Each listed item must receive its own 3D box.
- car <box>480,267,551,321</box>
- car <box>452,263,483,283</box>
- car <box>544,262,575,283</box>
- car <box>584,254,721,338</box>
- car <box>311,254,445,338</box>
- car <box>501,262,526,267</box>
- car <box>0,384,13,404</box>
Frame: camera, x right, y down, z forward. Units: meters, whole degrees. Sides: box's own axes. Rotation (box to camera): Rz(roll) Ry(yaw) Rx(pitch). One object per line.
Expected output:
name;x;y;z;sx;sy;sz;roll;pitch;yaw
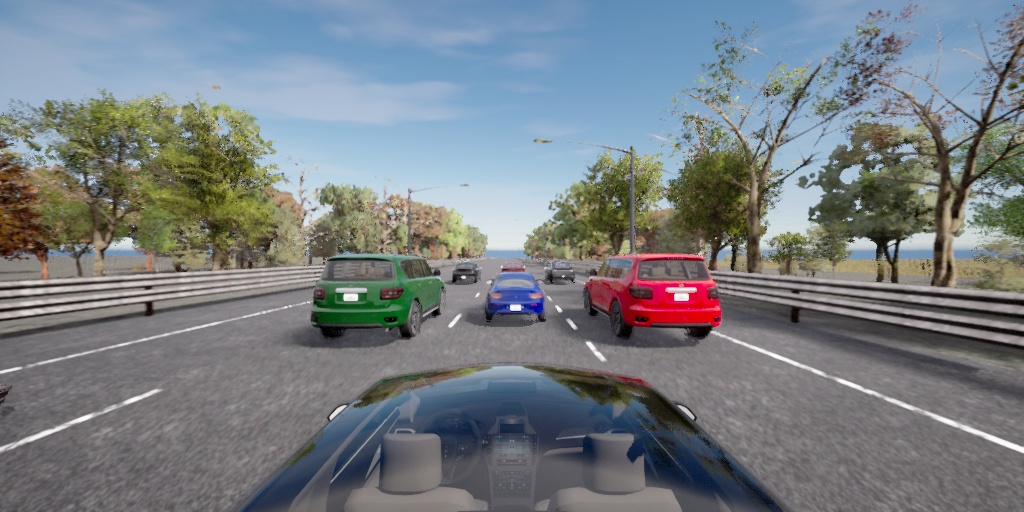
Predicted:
car;0.099;1.270;12.256;1.812;1.442;4.674;0;0;0
car;-3.402;1.246;27.635;1.837;1.490;4.892;0;0;0
car;3.597;1.233;27.536;2.128;1.511;4.902;0;0;0
car;3.599;0.967;10.296;2.150;2.045;5.566;0;0;0
car;-3.400;0.966;10.247;2.150;2.045;5.566;0;0;0
car;0.097;1.219;29.104;1.882;1.535;5.008;0;0;0
car;-6.898;1.297;1.731;2.033;1.411;5.357;0;0;0
